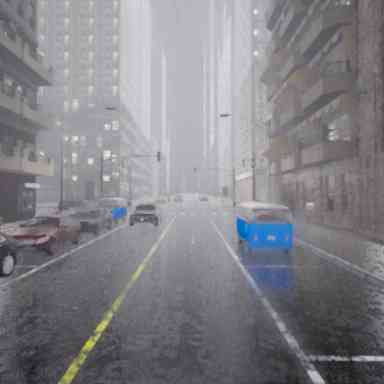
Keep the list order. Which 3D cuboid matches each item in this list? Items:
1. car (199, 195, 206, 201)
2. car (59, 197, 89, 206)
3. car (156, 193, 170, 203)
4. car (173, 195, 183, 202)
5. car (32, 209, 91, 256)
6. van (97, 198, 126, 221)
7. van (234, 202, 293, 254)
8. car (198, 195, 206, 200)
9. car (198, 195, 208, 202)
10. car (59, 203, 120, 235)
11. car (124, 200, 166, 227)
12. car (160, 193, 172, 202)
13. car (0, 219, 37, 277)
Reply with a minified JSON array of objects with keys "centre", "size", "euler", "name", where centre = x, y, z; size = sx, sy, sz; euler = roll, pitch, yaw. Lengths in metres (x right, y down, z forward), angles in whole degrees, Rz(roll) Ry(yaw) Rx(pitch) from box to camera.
[{"centre":[2.687,1.457,84.772],"size":[1.752,1.417,4.829],"euler":[1,0,0],"name":"car"},{"centre":[-16.501,1.459,46.810],"size":[4.097,1.590,1.967],"euler":[0,-1,0],"name":"car"},{"centre":[-5.687,1.389,62.232],"size":[1.967,1.590,4.097],"euler":[1,0,0],"name":"car"},{"centre":[-3.015,1.419,72.222],"size":[1.882,1.535,5.008],"euler":[0,0,0],"name":"car"},{"centre":[-5.647,1.571,13.085],"size":[1.802,1.307,4.206],"euler":[1,0,0],"name":"car"},{"centre":[-5.814,1.321,24.166],"size":[1.690,1.788,3.998],"euler":[1,0,0],"name":"van"},{"centre":[2.705,1.331,13.139],"size":[1.690,1.788,3.998],"euler":[1,0,0],"name":"van"},{"centre":[2.685,1.493,90.179],"size":[1.947,1.339,4.313],"euler":[1,0,0],"name":"car"},{"centre":[2.687,1.523,73.446],"size":[1.802,1.307,4.206],"euler":[1,0,0],"name":"car"},{"centre":[-5.648,1.551,18.625],"size":[1.947,1.339,4.313],"euler":[1,0,0],"name":"car"},{"centre":[-3.070,1.488,22.812],"size":[1.837,1.490,4.892],"euler":[0,-1,0],"name":"car"},{"centre":[-5.687,1.255,73.382],"size":[2.192,1.841,5.009],"euler":[1,0,0],"name":"car"},{"centre":[-5.645,1.545,7.544],"size":[2.008,1.369,4.403],"euler":[1,0,0],"name":"car"}]
